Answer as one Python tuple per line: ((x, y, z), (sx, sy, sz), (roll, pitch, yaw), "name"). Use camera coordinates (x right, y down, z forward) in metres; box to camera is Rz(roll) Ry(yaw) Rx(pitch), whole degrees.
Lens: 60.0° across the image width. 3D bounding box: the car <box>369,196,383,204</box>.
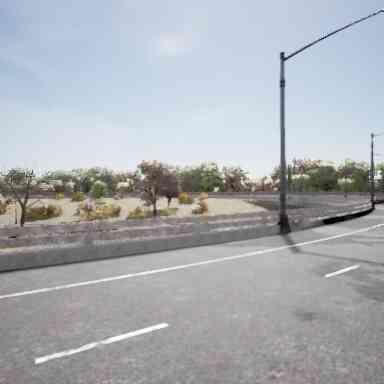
((37.840, 1.581, 68.005), (2.097, 1.767, 4.553), (0, 0, 13), "car")
